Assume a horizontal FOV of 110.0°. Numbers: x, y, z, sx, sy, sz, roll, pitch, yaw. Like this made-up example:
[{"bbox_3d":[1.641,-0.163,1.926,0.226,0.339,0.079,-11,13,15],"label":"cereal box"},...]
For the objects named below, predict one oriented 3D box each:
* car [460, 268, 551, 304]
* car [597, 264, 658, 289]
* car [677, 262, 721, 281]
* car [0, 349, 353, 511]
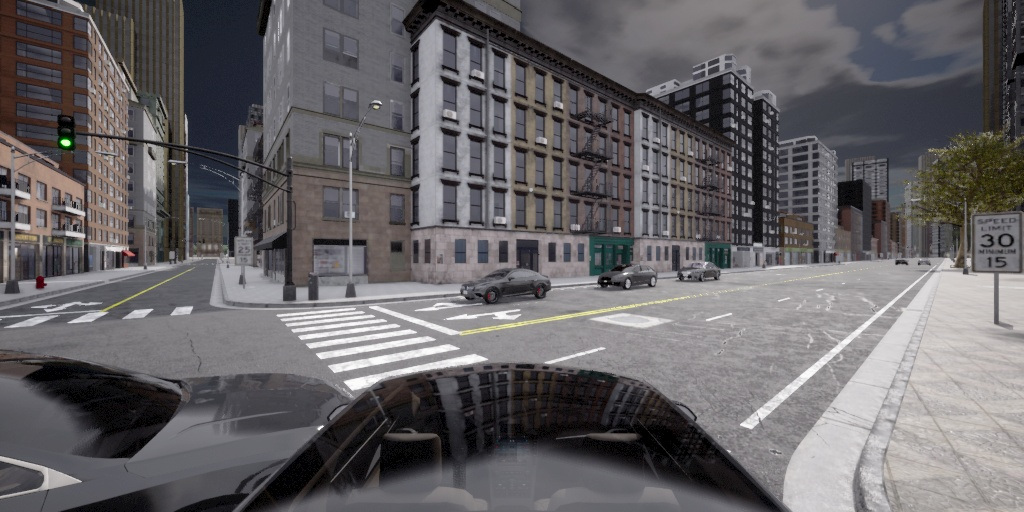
[{"bbox_3d":[-0.176,1.285,16.658,4.674,1.442,1.812,0,0,-39],"label":"car"},{"bbox_3d":[7.464,1.256,22.946,4.892,1.490,1.837,0,0,-39],"label":"car"},{"bbox_3d":[15.420,1.234,29.482,4.902,1.511,2.128,0,0,-39],"label":"car"},{"bbox_3d":[-3.237,1.257,1.661,4.892,1.490,1.837,0,0,-35],"label":"car"}]
